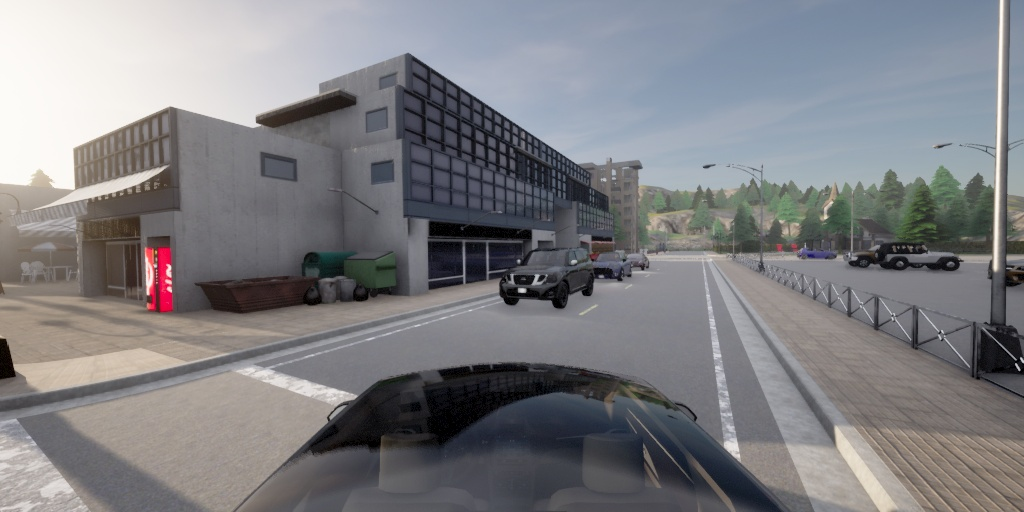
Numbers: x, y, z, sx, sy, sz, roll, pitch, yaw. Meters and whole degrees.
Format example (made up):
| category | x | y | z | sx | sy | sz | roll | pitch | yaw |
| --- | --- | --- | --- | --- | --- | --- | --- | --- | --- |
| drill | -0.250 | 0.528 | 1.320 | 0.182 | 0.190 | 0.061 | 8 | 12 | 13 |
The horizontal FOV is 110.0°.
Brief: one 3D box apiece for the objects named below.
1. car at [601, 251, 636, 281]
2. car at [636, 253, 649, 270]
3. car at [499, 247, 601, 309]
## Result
| category | x | y | z | sx | sy | sz | roll | pitch | yaw |
| --- | --- | --- | --- | --- | --- | --- | --- | --- | --- |
| car | 6.188 | 0.550 | 22.663 | 2.097 | 1.767 | 4.553 | 0 | 2 | 28 |
| car | 10.958 | 0.446 | 31.715 | 1.812 | 1.442 | 4.674 | 0 | 2 | 28 |
| car | 1.606 | 0.686 | 13.959 | 2.150 | 2.045 | 5.566 | 0 | 1 | 28 |
